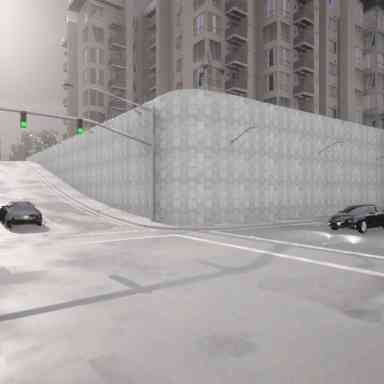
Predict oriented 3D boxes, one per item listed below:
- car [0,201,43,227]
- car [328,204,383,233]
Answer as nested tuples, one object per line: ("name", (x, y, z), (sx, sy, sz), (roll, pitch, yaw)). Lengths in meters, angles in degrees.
("car", (-10.773, 1.275, 20.846), (1.994, 1.385, 4.181), (0, 4, -36))
("car", (10.089, 1.510, 19.796), (4.892, 1.490, 1.837), (0, 0, -36))
